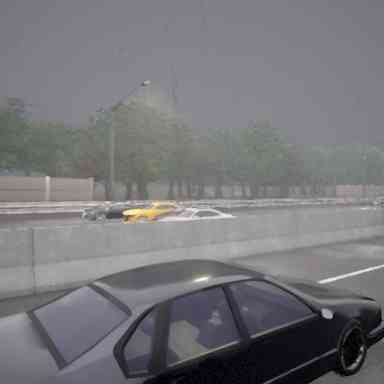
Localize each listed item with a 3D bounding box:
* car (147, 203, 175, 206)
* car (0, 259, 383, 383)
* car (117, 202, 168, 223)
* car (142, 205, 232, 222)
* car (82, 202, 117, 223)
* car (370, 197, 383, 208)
[{"bbox_3d":[-0.396,1.580,20.890,4.181,1.385,1.994,0,0,-35],"label":"car"},{"bbox_3d":[0.119,1.550,3.831,5.357,1.411,2.033,0,0,-35],"label":"car"},{"bbox_3d":[-2.464,1.493,23.714,5.008,1.535,1.882,0,0,-35],"label":"car"},{"bbox_3d":[0.118,1.539,16.962,4.674,1.442,1.812,0,0,-35],"label":"car"},{"bbox_3d":[-5.883,1.503,25.578,4.902,1.511,2.128,0,0,-35],"label":"car"},{"bbox_3d":[28.652,1.560,49.854,4.902,1.511,2.128,0,0,-34],"label":"car"}]
